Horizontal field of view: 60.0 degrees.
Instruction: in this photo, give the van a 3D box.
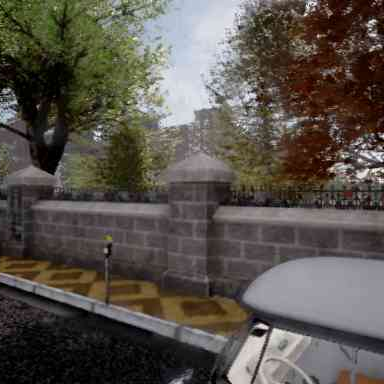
[{"bbox_3d":[1.875,1.343,1.383,3.998,1.788,1.690,0,0,35],"label":"van"}]
